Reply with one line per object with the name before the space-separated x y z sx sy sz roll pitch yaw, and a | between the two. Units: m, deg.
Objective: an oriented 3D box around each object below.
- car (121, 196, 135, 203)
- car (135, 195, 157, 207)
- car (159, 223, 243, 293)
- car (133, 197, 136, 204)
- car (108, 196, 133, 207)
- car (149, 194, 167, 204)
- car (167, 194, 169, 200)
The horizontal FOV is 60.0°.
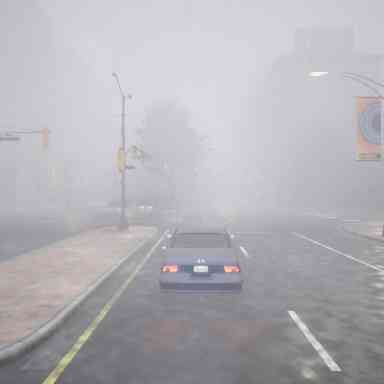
car | -13.447 1.594 69.884 1.895 1.301 4.718 0 0 1
car | -7.118 1.564 52.332 1.994 1.385 4.181 0 0 1
car | 0.232 1.547 8.987 2.033 1.411 5.357 0 0 1
car | -10.335 1.525 64.430 1.812 1.442 4.674 0 0 2
car | -11.033 1.600 50.395 1.895 1.301 4.718 0 0 7
car | -6.780 1.547 66.411 2.033 1.411 5.357 0 0 2
car | -6.475 1.354 81.632 2.097 1.767 4.553 0 0 1
